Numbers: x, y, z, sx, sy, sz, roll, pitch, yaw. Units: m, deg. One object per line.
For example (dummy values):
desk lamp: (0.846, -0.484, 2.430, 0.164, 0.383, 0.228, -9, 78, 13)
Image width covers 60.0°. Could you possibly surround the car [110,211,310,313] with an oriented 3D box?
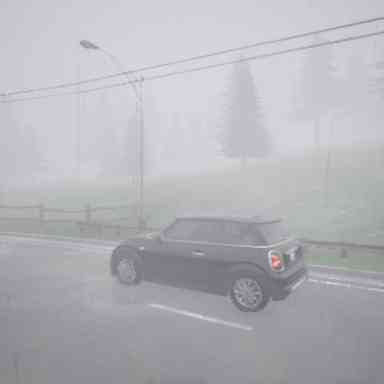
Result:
car: (0.225, 1.285, 7.738, 4.553, 1.767, 2.097, 0, 1, 34)
